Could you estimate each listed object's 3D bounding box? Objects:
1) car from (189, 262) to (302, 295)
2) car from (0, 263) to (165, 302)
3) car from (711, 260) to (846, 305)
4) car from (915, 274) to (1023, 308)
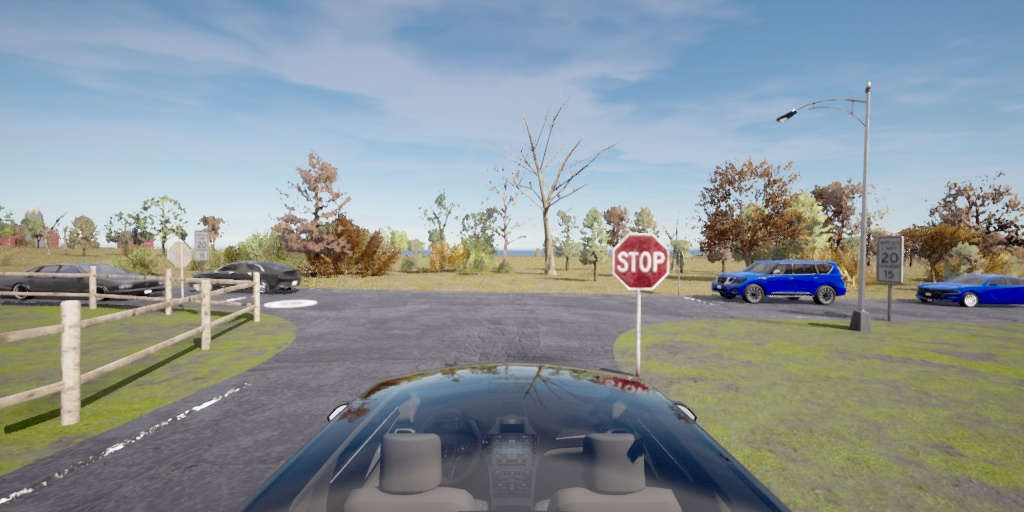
[{"bbox_3d":[-12.912,1.006,17.439,4.892,1.490,1.837,1,0,3],"label":"car"},{"bbox_3d":[-17.431,1.009,14.574,5.357,1.411,2.033,1,1,0],"label":"car"},{"bbox_3d":[12.826,1.199,17.395,5.566,2.045,2.150,1,1,0],"label":"car"},{"bbox_3d":[22.686,1.631,17.347,5.008,1.535,1.882,1,1,1],"label":"car"}]
